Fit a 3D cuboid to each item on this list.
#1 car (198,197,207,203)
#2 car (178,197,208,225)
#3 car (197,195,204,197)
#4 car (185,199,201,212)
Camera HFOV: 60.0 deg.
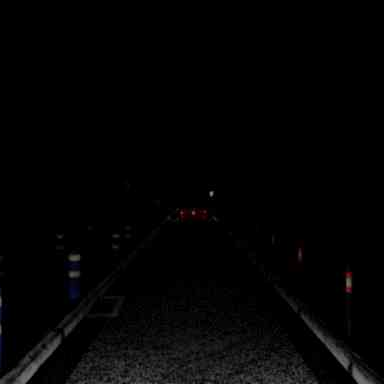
[{"bbox_3d":[2.983,2.217,95.560,2.231,1.521,4.892,0,0,0],"label":"car"},{"bbox_3d":[0.096,1.479,25.009,2.097,1.767,4.553,0,-1,0],"label":"car"},{"bbox_3d":[2.984,2.173,89.913,2.231,1.521,4.892,0,0,0],"label":"car"},{"bbox_3d":[0.094,1.746,42.990,1.882,1.535,5.008,0,-1,0],"label":"car"}]
